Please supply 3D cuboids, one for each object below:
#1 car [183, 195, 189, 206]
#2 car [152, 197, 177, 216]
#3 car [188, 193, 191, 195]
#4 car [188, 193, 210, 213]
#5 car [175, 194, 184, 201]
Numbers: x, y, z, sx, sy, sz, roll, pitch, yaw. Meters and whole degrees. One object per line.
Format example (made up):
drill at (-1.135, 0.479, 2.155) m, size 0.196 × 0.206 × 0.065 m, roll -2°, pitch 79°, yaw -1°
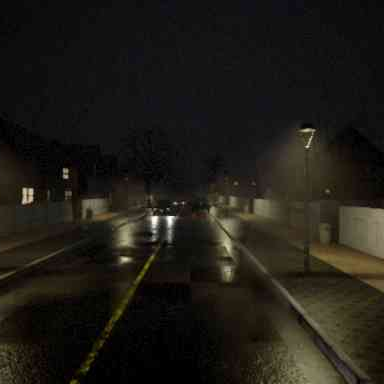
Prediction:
car at (0.011, 1.607, 56.191) m, size 2.033 × 1.411 × 5.357 m, roll 0°, pitch 0°, yaw 0°
car at (-2.838, 1.533, 33.503) m, size 1.837 × 1.490 × 4.892 m, roll 0°, pitch 0°, yaw 0°
car at (0.012, 1.156, 71.623) m, size 2.150 × 2.045 × 5.566 m, roll 0°, pitch 0°, yaw 0°
car at (0.938, 1.354, 38.321) m, size 2.097 × 1.767 × 4.553 m, roll -2°, pitch 0°, yaw 0°
car at (-2.736, 1.324, 75.047) m, size 2.097 × 1.767 × 4.553 m, roll 0°, pitch 0°, yaw 0°
